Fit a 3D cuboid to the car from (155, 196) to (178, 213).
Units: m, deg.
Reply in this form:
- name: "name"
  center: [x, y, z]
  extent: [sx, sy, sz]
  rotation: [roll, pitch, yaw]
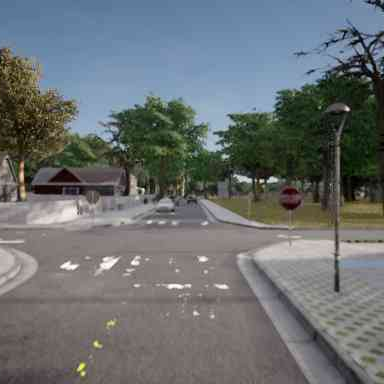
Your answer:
- name: "car"
  center: [-2.833, 1.448, 36.170]
  extent: [1.812, 1.442, 4.674]
  rotation: [0, 0, 0]

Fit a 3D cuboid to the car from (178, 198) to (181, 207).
- name: "car"
  center: [-2.811, 1.437, 50.886]
  extent: [1.837, 1.490, 4.892]
  rotation: [0, 0, 0]

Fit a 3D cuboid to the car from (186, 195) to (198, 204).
- name: "car"
  center: [0.012, 1.449, 61.060]
  extent: [1.837, 1.490, 4.892]
  rotation: [0, 0, 0]

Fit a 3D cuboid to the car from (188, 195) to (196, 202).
- name: "car"
  center: [0.018, 1.315, 71.485]
  extent: [1.812, 1.442, 4.674]
  rotation: [0, 0, 0]
